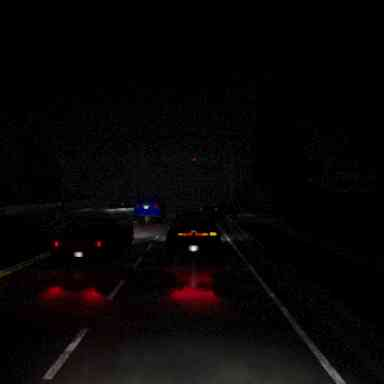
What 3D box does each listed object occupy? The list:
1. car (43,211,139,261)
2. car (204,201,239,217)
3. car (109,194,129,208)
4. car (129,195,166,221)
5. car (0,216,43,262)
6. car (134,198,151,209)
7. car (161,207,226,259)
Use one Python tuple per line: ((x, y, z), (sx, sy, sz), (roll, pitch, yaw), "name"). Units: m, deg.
((-3.434, 1.614, 12.346), (1.895, 1.301, 4.718), (0, 0, 0), "car")
((2.418, 1.553, 29.333), (1.812, 1.442, 4.674), (-1, -1, 32), "car")
((-10.561, 1.275, 48.766), (2.150, 2.045, 5.566), (0, 0, 0), "car")
((-3.425, 1.253, 27.729), (2.150, 2.045, 5.566), (0, 0, 1), "car")
((-7.066, 1.577, 11.999), (1.994, 1.385, 4.181), (0, 0, 0), "car")
((-7.063, 1.576, 48.148), (1.812, 1.442, 4.674), (0, 0, 0), "car")
((0.068, 1.516, 12.710), (1.837, 1.490, 4.892), (0, -1, 0), "car")
